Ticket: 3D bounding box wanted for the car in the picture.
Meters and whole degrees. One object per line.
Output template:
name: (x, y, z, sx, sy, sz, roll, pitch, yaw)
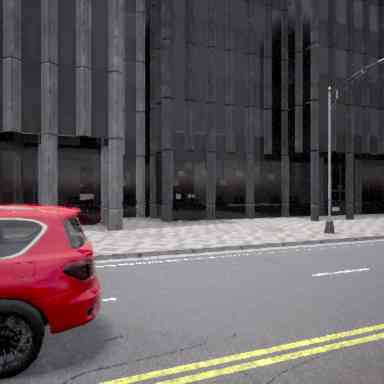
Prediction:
car: (-4.069, 1.221, 4.365, 5.566, 2.045, 2.150, 0, 0, -22)
